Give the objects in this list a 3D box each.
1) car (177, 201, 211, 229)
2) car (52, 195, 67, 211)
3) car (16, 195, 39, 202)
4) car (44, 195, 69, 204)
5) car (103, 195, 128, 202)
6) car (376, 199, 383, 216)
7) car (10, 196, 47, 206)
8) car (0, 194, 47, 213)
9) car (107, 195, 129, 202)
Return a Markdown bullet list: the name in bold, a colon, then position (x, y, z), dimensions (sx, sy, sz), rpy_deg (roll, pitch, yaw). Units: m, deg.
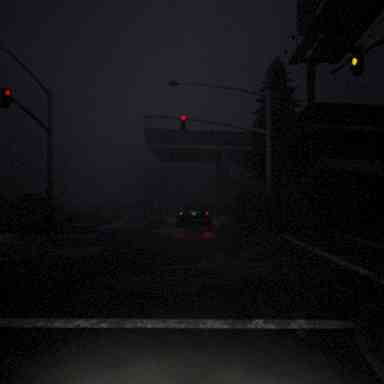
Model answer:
- **car**: position (0.162, 1.365, 22.075), dimensions (2.097, 1.767, 4.553), rpy_deg (0, 0, 1)
- **car**: position (-16.171, 1.383, 36.642), dimensions (3.806, 1.475, 1.970), rpy_deg (0, 0, 0)
- **car**: position (-35.079, 1.428, 70.942), dimensions (3.806, 1.475, 1.970), rpy_deg (0, 0, 0)
- **car**: position (-24.021, 1.356, 59.010), dimensions (3.633, 1.501, 1.845), rpy_deg (0, 0, 0)
- **car**: position (-16.413, 1.374, 70.899), dimensions (5.027, 1.636, 2.152), rpy_deg (0, 0, 0)
- **car**: position (17.240, 1.500, 32.957), dimensions (2.242, 1.667, 4.611), rpy_deg (0, 0, 0)
- **car**: position (-24.007, 1.328, 49.018), dimensions (4.514, 1.523, 2.007), rpy_deg (0, 0, 0)
- **car**: position (-16.763, 1.097, 33.315), dimensions (3.866, 1.878, 1.905), rpy_deg (0, 0, 0)
- **car**: position (-16.483, 1.385, 74.035), dimensions (4.514, 1.523, 2.007), rpy_deg (0, 0, 0)
